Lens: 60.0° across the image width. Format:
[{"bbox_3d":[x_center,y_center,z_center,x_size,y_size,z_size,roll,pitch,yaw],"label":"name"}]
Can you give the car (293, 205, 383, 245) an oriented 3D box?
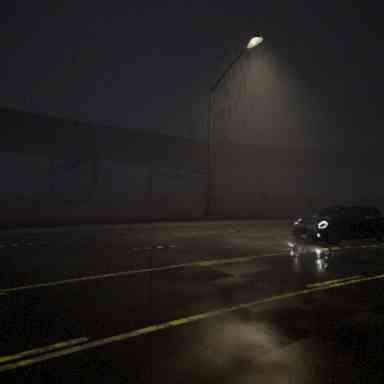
[{"bbox_3d":[7.067,1.421,15.752,4.553,1.767,2.097,0,0,-22],"label":"car"}]
